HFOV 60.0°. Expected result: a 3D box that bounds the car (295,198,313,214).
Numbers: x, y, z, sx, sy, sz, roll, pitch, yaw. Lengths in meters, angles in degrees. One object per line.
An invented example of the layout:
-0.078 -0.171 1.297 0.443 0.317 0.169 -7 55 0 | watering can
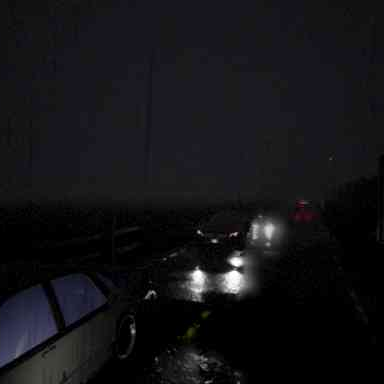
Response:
13.119 1.752 39.191 2.128 1.511 4.902 1 0 19 | car

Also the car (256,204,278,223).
5.846 1.693 26.982 1.994 1.385 4.181 1 0 20 | car

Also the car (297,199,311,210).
16.514 1.855 49.121 1.812 1.442 4.674 1 0 19 | car

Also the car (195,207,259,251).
1.590 1.570 14.608 1.812 1.442 4.674 1 0 19 | car

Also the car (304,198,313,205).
25.966 2.026 74.091 1.837 1.490 4.892 1 0 19 | car

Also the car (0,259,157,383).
-2.075 1.520 3.345 2.033 1.411 5.357 1 0 16 | car

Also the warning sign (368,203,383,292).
4.733 1.199 7.371 1.300 1.860 1.060 1 0 19 | warning sign
